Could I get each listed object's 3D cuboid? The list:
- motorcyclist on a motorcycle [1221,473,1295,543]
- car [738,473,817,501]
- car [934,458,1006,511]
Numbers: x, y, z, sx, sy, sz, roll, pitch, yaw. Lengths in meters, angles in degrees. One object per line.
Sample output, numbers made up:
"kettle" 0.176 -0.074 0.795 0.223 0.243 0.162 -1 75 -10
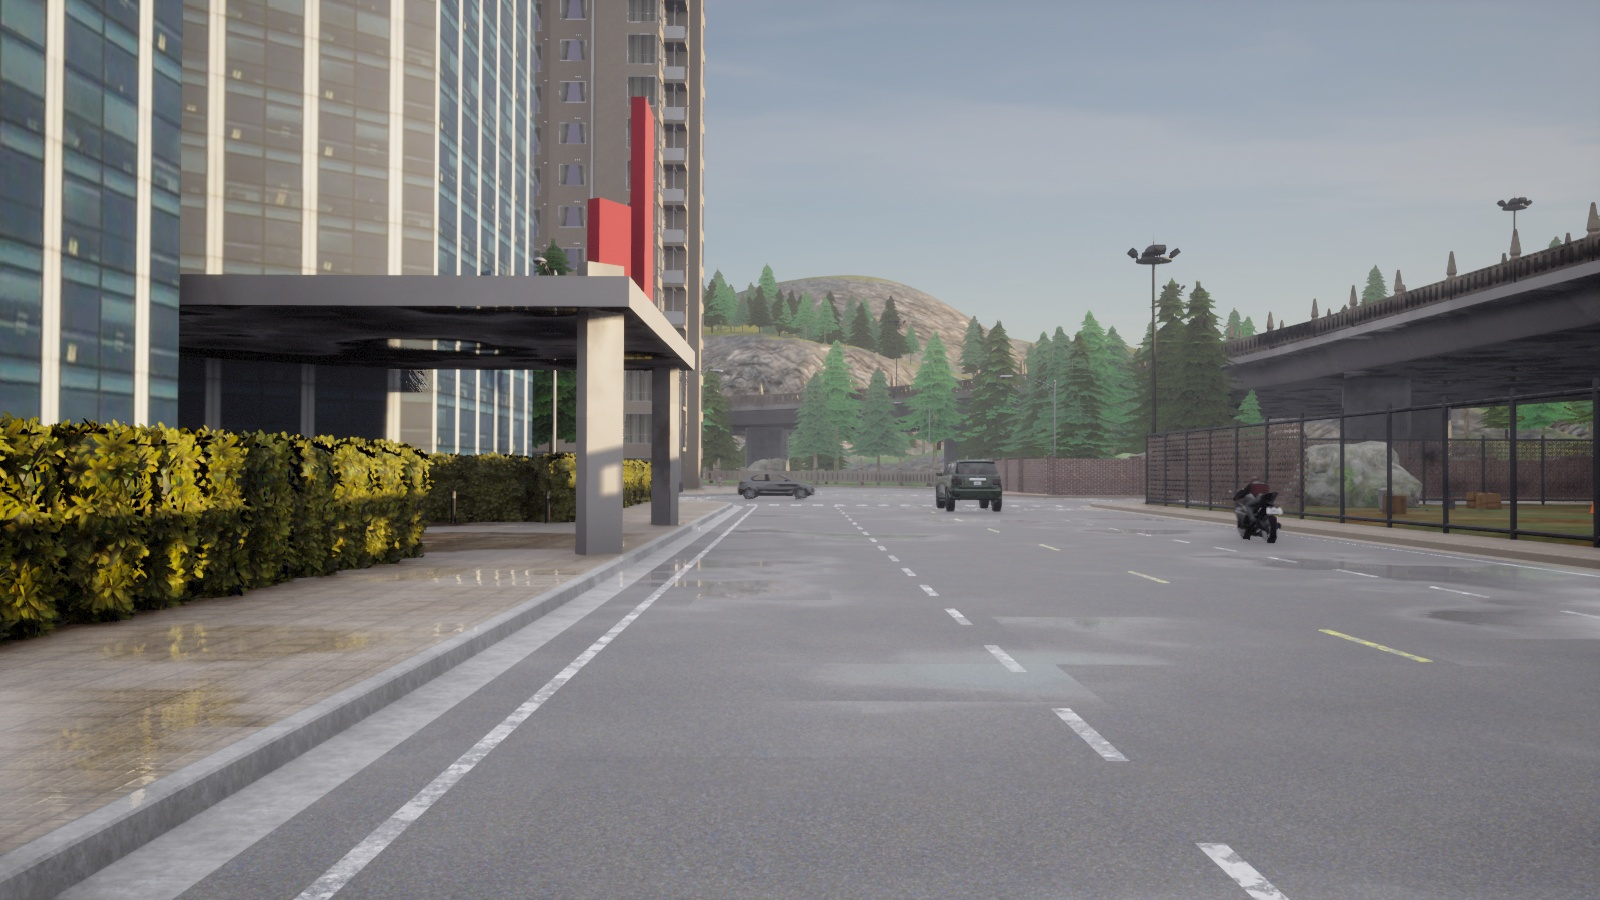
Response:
"motorcyclist on a motorcycle" 10.423 1.288 28.686 0.866 1.530 2.191 0 -1 0
"car" -1.211 1.980 68.043 4.193 1.474 1.816 0 -1 0
"car" 6.863 1.363 51.157 2.150 2.045 5.566 0 -1 0
